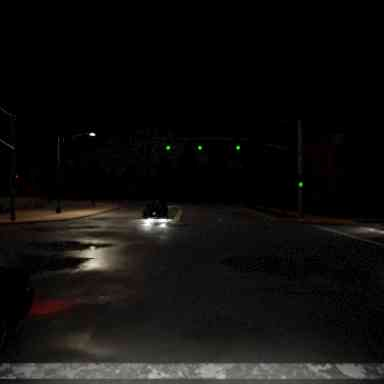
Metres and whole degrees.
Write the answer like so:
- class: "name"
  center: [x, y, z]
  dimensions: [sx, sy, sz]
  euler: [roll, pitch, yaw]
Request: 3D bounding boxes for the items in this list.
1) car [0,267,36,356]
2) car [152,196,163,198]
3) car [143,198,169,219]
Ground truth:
- class: "car"
  center: [-3.479, 1.543, 3.092]
  dimensions: [2.033, 1.411, 5.357]
  euler: [0, 0, 0]
- class: "car"
  center: [-5.613, 1.398, 54.371]
  dimensions: [1.837, 1.490, 4.892]
  euler: [1, 0, -17]
- class: "car"
  center: [-3.036, 1.528, 28.654]
  dimensions: [1.994, 1.385, 4.181]
  euler: [0, 0, 0]
